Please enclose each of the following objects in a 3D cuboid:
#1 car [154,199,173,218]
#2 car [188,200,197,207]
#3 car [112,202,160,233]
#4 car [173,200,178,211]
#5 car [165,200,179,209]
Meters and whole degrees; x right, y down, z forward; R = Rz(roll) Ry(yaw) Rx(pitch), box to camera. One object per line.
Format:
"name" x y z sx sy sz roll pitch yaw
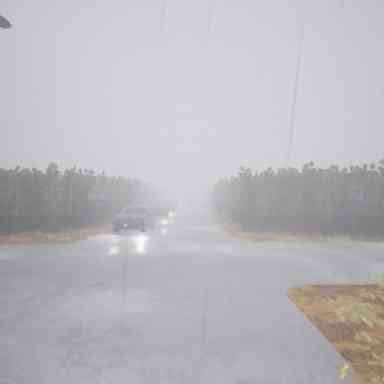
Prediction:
"car" -3.198 1.626 31.939 1.882 1.535 5.008 0 0 0
"car" 0.097 2.295 66.613 1.895 1.301 4.718 0 -1 0
"car" -3.463 1.593 20.505 1.837 1.490 4.892 0 -1 3
"car" -3.192 1.697 42.752 2.128 1.511 4.902 0 -1 0
"car" -3.163 2.012 53.572 2.033 1.411 5.357 0 -1 0
